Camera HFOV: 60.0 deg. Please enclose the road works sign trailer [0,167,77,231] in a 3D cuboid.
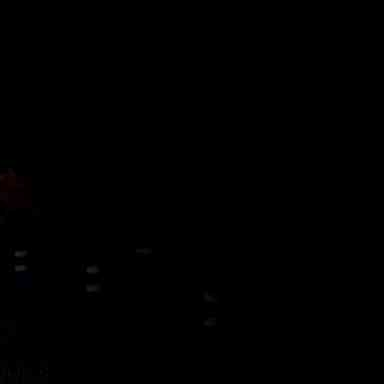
[{"bbox_3d":[-6.524,0.762,13.224,3.560,2.880,2.380,3,-39,36],"label":"road works sign trailer"}]
